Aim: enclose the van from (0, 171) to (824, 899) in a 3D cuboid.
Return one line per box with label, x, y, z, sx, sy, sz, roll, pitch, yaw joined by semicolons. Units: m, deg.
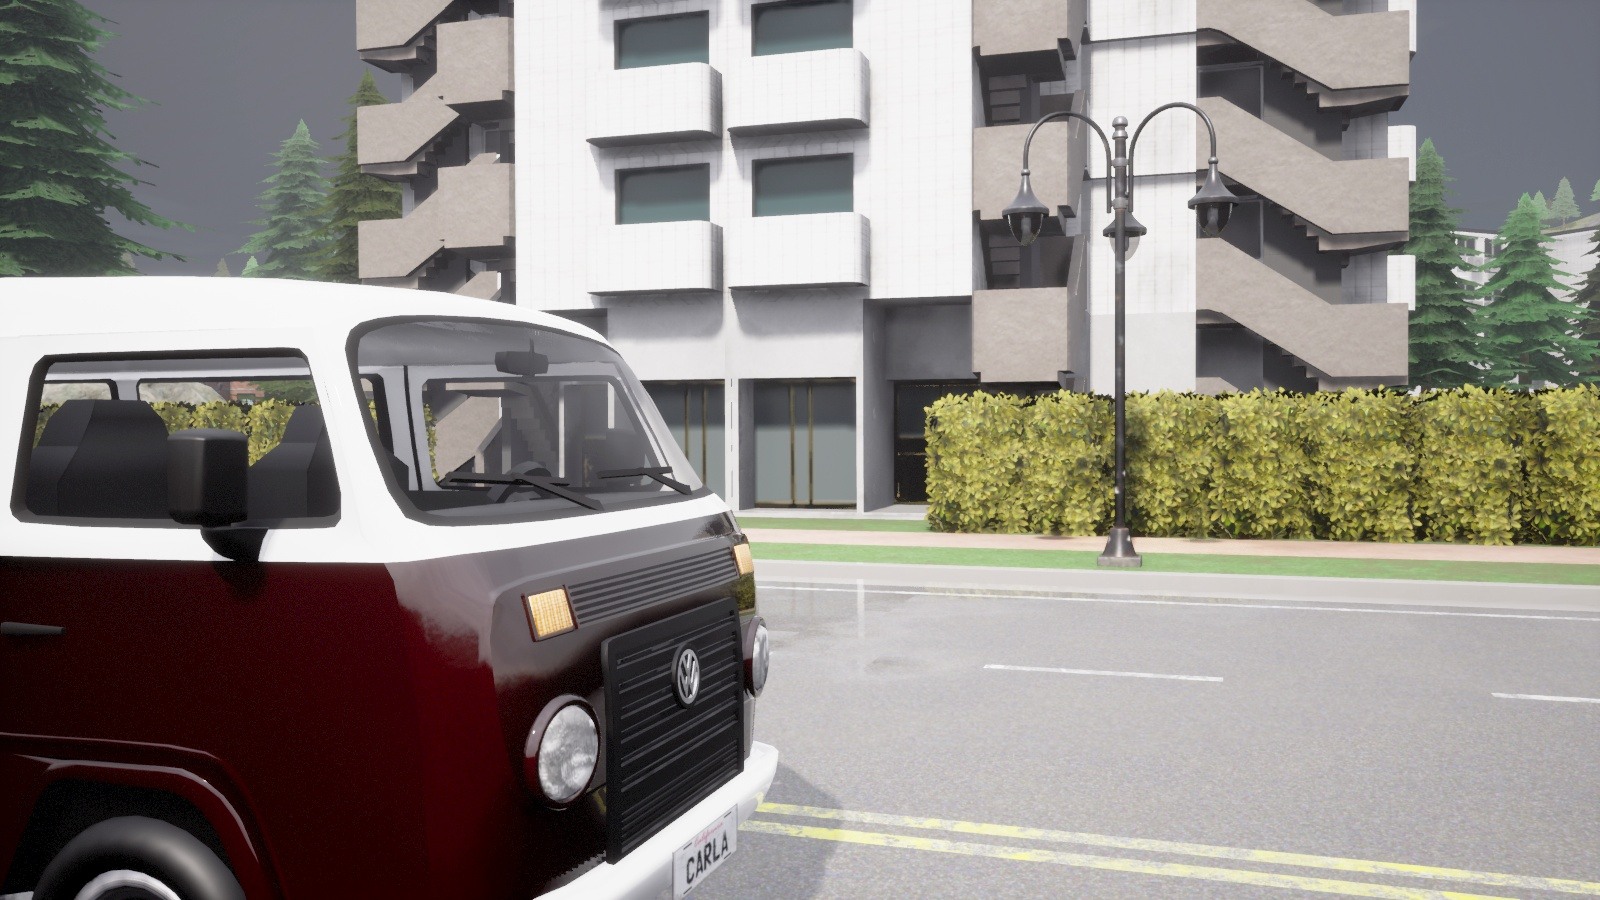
van;-2.375;0.477;3.985;4.480;2.038;2.069;1;1;18
